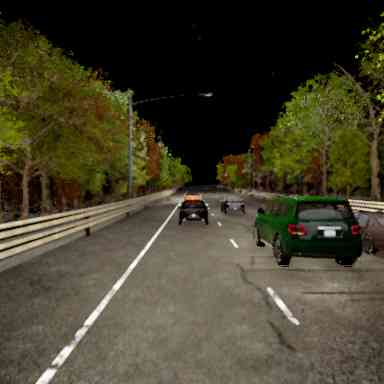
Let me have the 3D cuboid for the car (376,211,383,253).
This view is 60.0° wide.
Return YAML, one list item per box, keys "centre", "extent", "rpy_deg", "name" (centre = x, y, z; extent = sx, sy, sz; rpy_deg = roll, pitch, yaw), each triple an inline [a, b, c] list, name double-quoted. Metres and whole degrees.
- centre: [7.103, 1.451, 13.038]
  extent: [2.033, 1.411, 5.357]
  rpy_deg: [0, 1, 0]
  name: "car"

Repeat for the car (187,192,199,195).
- centre: [0.108, 0.739, 41.583]
  extent: [2.097, 1.767, 4.553]
  rpy_deg: [0, 1, 0]
  name: "car"

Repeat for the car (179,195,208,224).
- centre: [0.106, 1.245, 22.879]
  extent: [1.882, 1.535, 5.008]
  rpy_deg: [0, 1, 0]
  name: "car"

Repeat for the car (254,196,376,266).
- centre: [3.602, 1.142, 11.370]
  extent: [2.150, 2.045, 5.566]
  rpy_deg: [0, 1, 0]
  name: "car"

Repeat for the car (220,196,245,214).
- centre: [3.606, 1.127, 30.068]
  extent: [2.128, 1.511, 4.902]
  rpy_deg: [0, 1, 0]
  name: "car"
